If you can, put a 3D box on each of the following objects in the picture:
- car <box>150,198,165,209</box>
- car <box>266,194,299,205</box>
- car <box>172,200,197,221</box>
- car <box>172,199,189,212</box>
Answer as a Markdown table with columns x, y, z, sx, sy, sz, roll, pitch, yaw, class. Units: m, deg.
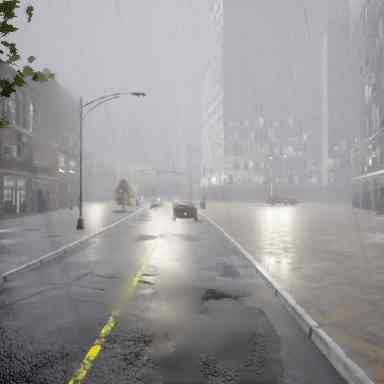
| x | y | z | sx | sy | sz | roll | pitch | yaw | class |
| --- | --- | --- | --- | --- | --- | --- | --- | --- | --- |
| -4.668 | 1.562 | 45.037 | 2.033 | 1.411 | 5.357 | 0 | 0 | -5 | car |
| 13.957 | 1.201 | 51.535 | 5.009 | 1.841 | 2.192 | 0 | -1 | 15 | car |
| -0.618 | 1.482 | 27.307 | 1.882 | 1.535 | 5.008 | 0 | 0 | -3 | car |
| -1.490 | 1.607 | 40.679 | 1.895 | 1.301 | 4.718 | 0 | 0 | -4 | car |
